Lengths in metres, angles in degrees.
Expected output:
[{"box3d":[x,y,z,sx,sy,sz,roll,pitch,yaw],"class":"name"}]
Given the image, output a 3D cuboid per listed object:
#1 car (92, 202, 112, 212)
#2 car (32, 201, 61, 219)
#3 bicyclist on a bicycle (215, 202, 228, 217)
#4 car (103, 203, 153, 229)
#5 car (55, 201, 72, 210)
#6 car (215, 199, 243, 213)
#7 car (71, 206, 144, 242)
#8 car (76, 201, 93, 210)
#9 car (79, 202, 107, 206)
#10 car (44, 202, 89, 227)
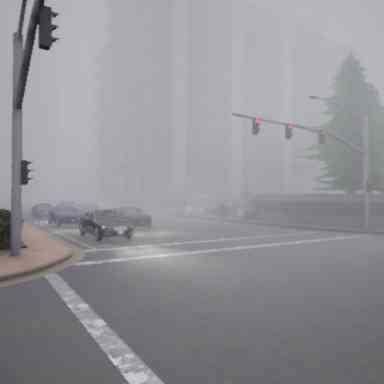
[{"box3d":[-14.235,2.286,52.439,1.812,1.442,4.674,1,-1,-33],"class":"car"},{"box3d":[-15.284,1.950,34.393,2.128,1.511,4.902,1,-1,-33],"class":"car"},{"box3d":[3.086,1.828,34.511,1.656,1.620,0.582,0,-1,-33],"class":"bicyclist on a bicycle"},{"box3d":[-4.601,1.809,24.336,1.882,1.535,5.008,1,-1,-33],"class":"car"},{"box3d":[-22.913,2.318,59.216,1.882,1.535,5.008,1,-1,-33],"class":"car"},{"box3d":[4.816,1.906,46.920,1.905,1.878,3.866,1,-1,-33],"class":"car"},{"box3d":[-4.761,1.720,18.149,2.128,1.511,4.902,1,-1,-33],"class":"car"},{"box3d":[-19.815,2.386,61.029,1.837,1.490,4.892,1,-1,-33],"class":"car"},{"box3d":[-9.969,1.975,32.630,1.812,1.442,4.674,1,-1,-33],"class":"car"},{"box3d":[-9.927,1.820,26.119,1.882,1.535,5.008,1,-1,-33],"class":"car"}]
